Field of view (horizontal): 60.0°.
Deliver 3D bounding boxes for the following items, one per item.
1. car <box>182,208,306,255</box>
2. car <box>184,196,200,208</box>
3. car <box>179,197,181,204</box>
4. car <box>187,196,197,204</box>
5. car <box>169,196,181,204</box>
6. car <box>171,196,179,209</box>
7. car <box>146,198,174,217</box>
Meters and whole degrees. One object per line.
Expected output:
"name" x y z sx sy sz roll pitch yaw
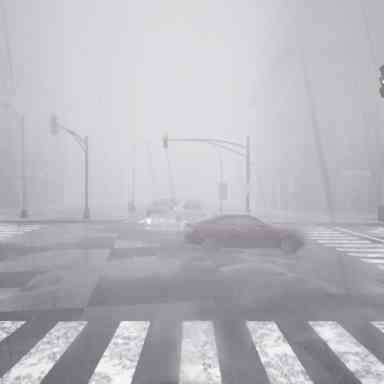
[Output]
"car" 1.962 1.524 12.845 4.674 1.442 1.812 1 0 0
"car" 0.056 1.545 42.321 1.994 1.385 4.181 0 0 0
"car" -3.112 1.542 51.425 1.994 1.385 4.181 0 0 1
"car" 0.014 1.499 65.802 1.812 1.442 4.674 0 0 1
"car" -3.064 1.452 61.917 1.882 1.535 5.008 0 0 1
"car" -3.126 1.529 41.342 2.033 1.411 5.357 0 0 0
"car" -3.121 1.533 31.269 2.033 1.411 5.357 0 0 0
